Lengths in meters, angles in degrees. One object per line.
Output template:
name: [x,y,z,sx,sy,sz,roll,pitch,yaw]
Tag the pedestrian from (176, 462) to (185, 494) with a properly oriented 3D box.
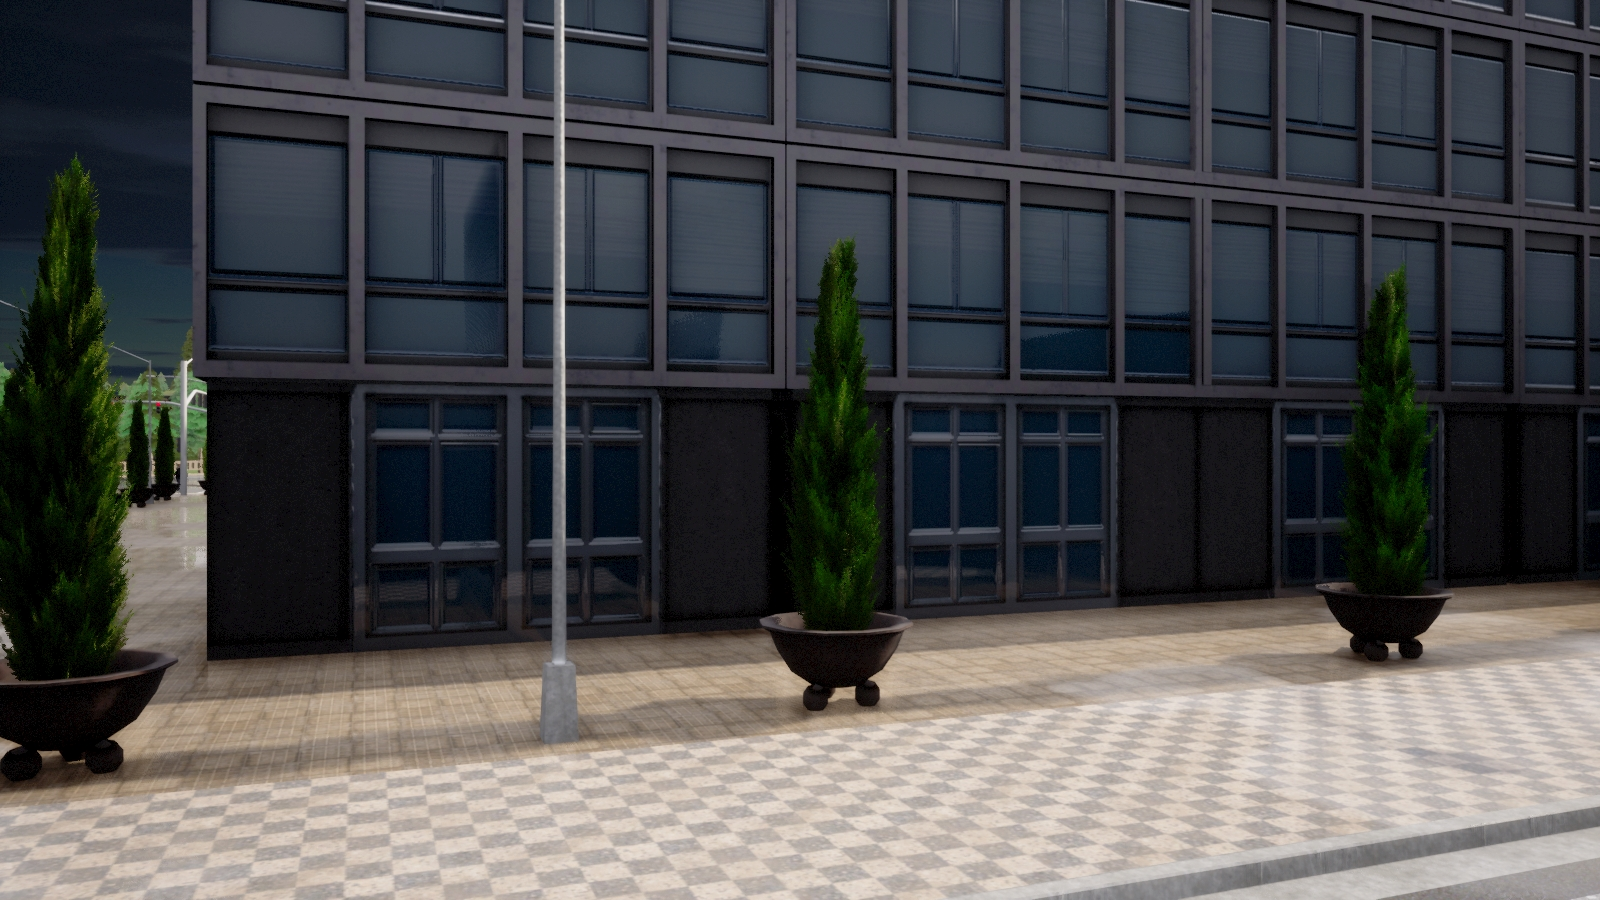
pedestrian: [-36.557,1.639,67.378,0.375,1.860,0.375,0,0,-11]
